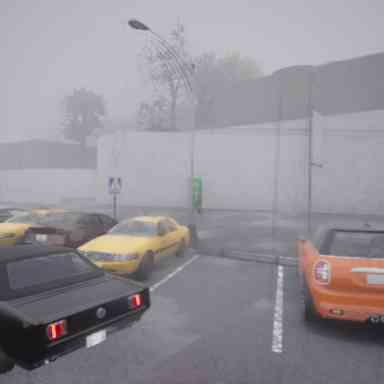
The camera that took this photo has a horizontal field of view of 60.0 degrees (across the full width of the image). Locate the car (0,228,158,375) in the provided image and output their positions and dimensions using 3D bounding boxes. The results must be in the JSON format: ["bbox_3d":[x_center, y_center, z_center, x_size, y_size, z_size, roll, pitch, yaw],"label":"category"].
[{"bbox_3d":[-3.021,1.565,5.527,4.718,1.301,1.895,0,0,35],"label":"car"}]

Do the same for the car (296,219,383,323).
[{"bbox_3d":[3.358,1.359,7.052,2.185,1.767,4.553,0,-1,15],"label":"car"}]

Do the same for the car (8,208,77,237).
[{"bbox_3d":[-3.920,1.452,12.300,2.163,1.488,4.792,0,0,15],"label":"car"}]

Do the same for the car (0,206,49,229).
[{"bbox_3d":[-6.401,1.395,13.822,1.946,1.575,5.366,1,0,15],"label":"car"}]

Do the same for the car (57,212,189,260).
[{"bbox_3d":[-1.542,1.440,10.361,1.946,1.575,5.366,1,0,15],"label":"car"}]
